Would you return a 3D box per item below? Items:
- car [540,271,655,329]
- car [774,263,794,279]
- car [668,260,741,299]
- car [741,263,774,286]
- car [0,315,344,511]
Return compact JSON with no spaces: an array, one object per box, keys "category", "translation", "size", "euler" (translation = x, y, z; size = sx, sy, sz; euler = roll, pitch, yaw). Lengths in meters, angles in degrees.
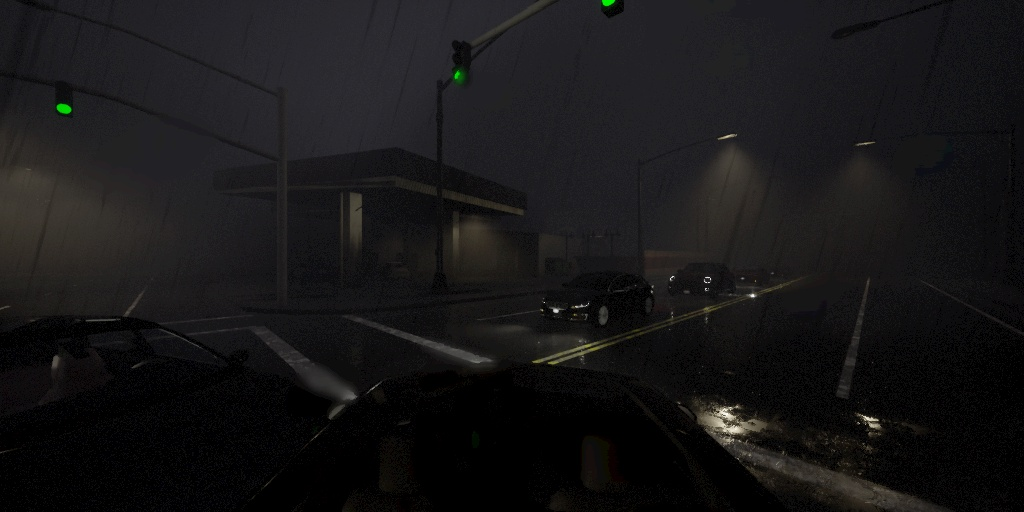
[{"category":"car","translation":[2.916,1.255,11.550],"size":[1.837,1.490,4.892],"euler":[0,0,45]},{"category":"car","translation":[23.877,1.314,32.297],"size":[4.181,1.385,1.994],"euler":[0,0,-44]},{"category":"car","translation":[9.775,1.102,18.375],"size":[4.553,1.767,2.097],"euler":[0,0,-45]},{"category":"car","translation":[16.722,1.314,25.265],"size":[1.994,1.385,4.181],"euler":[0,0,44]},{"category":"car","translation":[-3.413,1.242,2.551],"size":[4.902,1.511,2.128],"euler":[0,0,15]}]
